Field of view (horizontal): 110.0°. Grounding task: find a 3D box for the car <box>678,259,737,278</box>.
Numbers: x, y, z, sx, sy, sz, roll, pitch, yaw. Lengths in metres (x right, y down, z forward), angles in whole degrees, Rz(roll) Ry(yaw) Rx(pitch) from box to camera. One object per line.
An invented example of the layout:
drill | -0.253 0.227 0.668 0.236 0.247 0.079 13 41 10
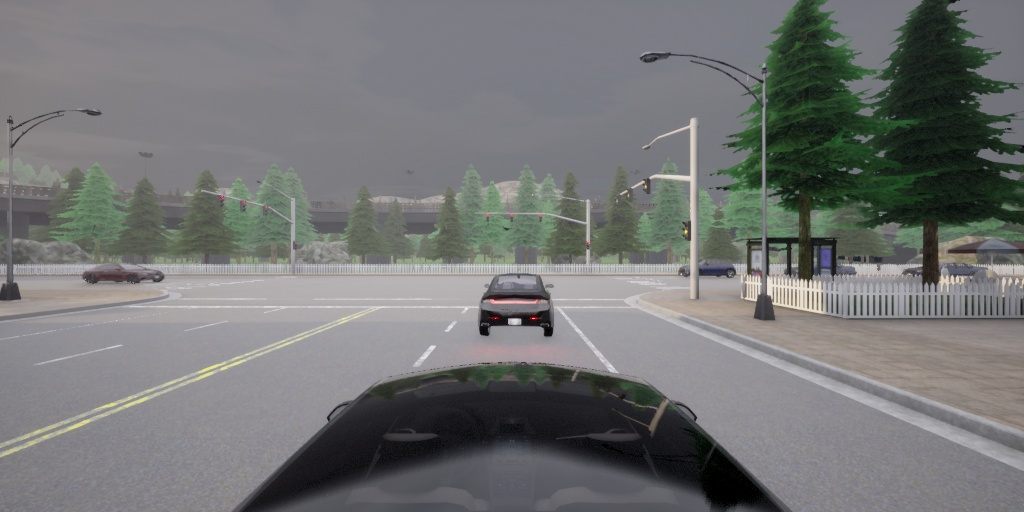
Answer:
car | 17.513 1.046 32.347 4.553 1.767 2.097 0 0 0

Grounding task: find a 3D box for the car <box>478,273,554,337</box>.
car | 0.180 1.242 10.352 2.128 1.511 4.902 0 0 3

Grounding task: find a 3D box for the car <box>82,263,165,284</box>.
car | -27.410 1.220 25.321 4.674 1.442 1.812 0 0 0

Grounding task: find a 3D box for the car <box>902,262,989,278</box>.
car | 38.061 1.242 31.508 5.357 1.411 2.033 0 0 10

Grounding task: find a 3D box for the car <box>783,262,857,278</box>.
car | 27.670 1.242 32.255 5.357 1.411 2.033 0 0 1
